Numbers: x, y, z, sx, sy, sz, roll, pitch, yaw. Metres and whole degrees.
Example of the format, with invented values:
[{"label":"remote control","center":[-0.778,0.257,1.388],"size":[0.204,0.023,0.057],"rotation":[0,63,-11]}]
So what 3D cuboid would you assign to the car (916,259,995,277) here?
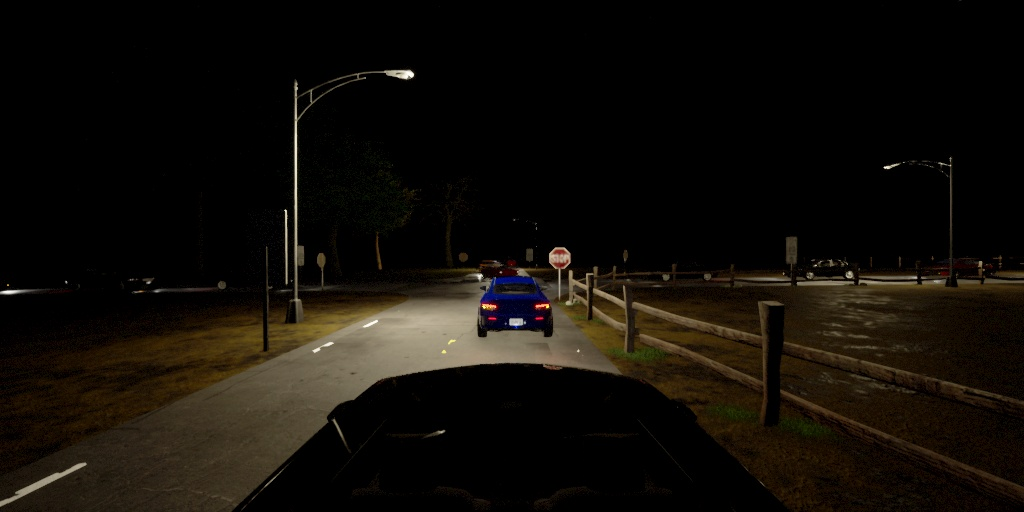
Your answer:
[{"label":"car","center":[33.155,0.905,26.898],"size":[4.181,1.385,1.994],"rotation":[-1,1,-1]}]

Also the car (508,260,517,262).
[{"label":"car","center":[-0.080,1.389,64.855],"size":[1.812,1.442,4.674],"rotation":[0,0,0]}]

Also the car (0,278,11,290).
[{"label":"car","center":[-36.917,1.742,24.180],"size":[4.181,1.385,1.994],"rotation":[-1,1,1]}]

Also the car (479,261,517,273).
[{"label":"car","center":[-1.039,1.365,30.217],"size":[1.895,1.301,4.718],"rotation":[0,0,-23]}]

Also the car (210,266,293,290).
[{"label":"car","center":[-17.335,1.435,24.136],"size":[5.008,1.535,1.882],"rotation":[-1,1,0]}]

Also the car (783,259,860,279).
[{"label":"car","center":[23.111,0.966,26.925],"size":[4.892,1.490,1.837],"rotation":[-1,1,0]}]

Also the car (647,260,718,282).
[{"label":"car","center":[12.733,1.060,26.920],"size":[5.008,1.535,1.882],"rotation":[-1,1,-1]}]

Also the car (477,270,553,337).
[{"label":"car","center":[0.052,1.277,10.129],"size":[1.812,1.442,4.674],"rotation":[0,0,-1]}]

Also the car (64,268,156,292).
[{"label":"car","center":[-26.913,1.556,24.136],"size":[4.902,1.511,2.128],"rotation":[-1,1,0]}]
